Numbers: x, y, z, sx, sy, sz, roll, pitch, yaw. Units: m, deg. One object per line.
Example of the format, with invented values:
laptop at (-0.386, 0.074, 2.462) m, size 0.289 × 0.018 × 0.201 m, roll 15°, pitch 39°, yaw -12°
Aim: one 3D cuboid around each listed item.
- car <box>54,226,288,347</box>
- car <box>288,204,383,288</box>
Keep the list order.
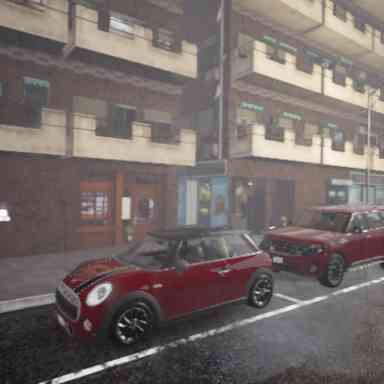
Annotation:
car at (-0.378, 1.442, 6.269) m, size 4.097 × 1.590 × 1.967 m, roll 0°, pitch 1°, yaw -35°
car at (4.138, 1.320, 9.491) m, size 5.009 × 1.841 × 2.192 m, roll 0°, pitch 1°, yaw -35°
